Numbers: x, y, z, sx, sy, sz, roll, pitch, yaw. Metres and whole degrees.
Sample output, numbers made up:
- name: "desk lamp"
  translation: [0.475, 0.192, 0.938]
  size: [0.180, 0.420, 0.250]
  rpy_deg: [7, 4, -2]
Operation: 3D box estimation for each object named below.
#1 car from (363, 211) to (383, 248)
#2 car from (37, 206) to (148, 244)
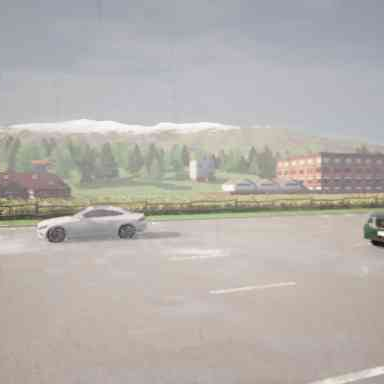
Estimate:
- name: "car"
  translation: [8.922, 1.003, 11.954]
  size: [5.566, 2.045, 2.150]
  rpy_deg: [-1, 1, -19]
- name: "car"
  translation: [-4.330, 1.364, 14.843]
  size: [4.674, 1.442, 1.812]
  rpy_deg: [-1, 1, -19]
